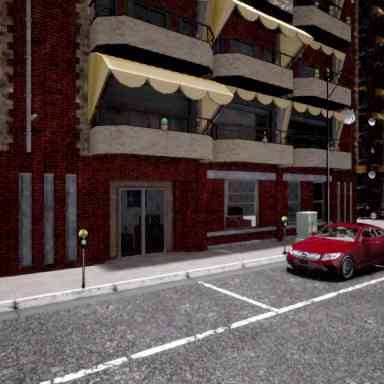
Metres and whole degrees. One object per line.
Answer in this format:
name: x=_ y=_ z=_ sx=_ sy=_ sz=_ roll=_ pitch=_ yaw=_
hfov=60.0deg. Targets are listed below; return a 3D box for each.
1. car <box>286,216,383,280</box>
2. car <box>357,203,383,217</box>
car: x=4.631 y=1.582 z=9.914 sx=4.206 sy=1.307 sz=1.802 roll=0 pitch=0 yaw=-35
car: x=16.329 y=1.796 z=31.914 sx=1.837 sy=1.490 sz=4.892 roll=0 pitch=-1 yaw=-36
